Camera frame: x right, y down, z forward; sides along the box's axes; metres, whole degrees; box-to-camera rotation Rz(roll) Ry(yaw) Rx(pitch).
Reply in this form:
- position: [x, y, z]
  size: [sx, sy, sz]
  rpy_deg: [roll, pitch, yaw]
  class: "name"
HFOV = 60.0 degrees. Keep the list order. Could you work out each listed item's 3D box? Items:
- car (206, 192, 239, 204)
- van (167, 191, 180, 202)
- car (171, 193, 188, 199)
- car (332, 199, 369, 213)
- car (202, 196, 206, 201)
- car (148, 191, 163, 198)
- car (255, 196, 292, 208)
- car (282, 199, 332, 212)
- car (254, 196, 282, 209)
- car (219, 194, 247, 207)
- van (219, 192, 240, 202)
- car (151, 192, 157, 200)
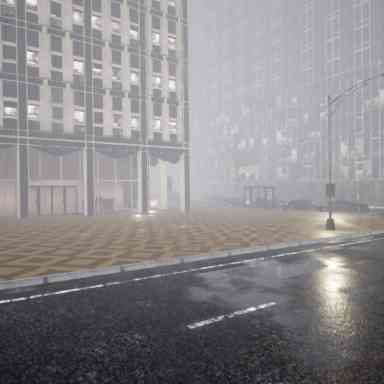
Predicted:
- position: [4.861, 1.157, 52.355]
  size: [1.837, 1.490, 4.892]
  rpy_deg: [-1, 1, -34]
  class: "car"
- position: [-3.395, 0.936, 59.877]
  size: [1.690, 1.788, 3.998]
  rpy_deg: [0, 1, -34]
  class: "van"
- position: [-2.859, 0.934, 73.991]
  size: [1.802, 1.307, 4.206]
  rpy_deg: [0, 1, -34]
  class: "car"
- position: [16.426, 1.404, 35.328]
  size: [1.994, 1.385, 4.181]
  rpy_deg: [-1, 1, -34]
  class: "car"
- position: [3.534, 1.041, 64.591]
  size: [1.802, 1.307, 4.206]
  rpy_deg: [-1, 1, -34]
  class: "car"
- position: [-9.252, 0.684, 83.388]
  size: [1.967, 1.590, 4.097]
  rpy_deg: [0, 1, -34]
  class: "car"
- position: [10.687, 1.273, 43.763]
  size: [1.812, 1.442, 4.674]
  rpy_deg: [-1, 1, -34]
  class: "car"
- position: [12.480, 1.422, 36.310]
  size: [1.947, 1.339, 4.313]
  rpy_deg: [-1, 1, -34]
  class: "car"
- position: [9.297, 1.386, 41.021]
  size: [1.802, 1.307, 4.206]
  rpy_deg: [-1, 1, -34]
  class: "car"
- position: [6.149, 1.318, 45.753]
  size: [1.947, 1.339, 4.313]
  rpy_deg: [-1, 1, -34]
  class: "car"
- position: [6.730, 0.853, 59.889]
  size: [1.690, 1.788, 3.998]
  rpy_deg: [-1, 1, -34]
  class: "van"
- position: [-9.789, 1.038, 69.279]
  size: [2.008, 1.369, 4.403]
  rpy_deg: [0, 1, -34]
  class: "car"
